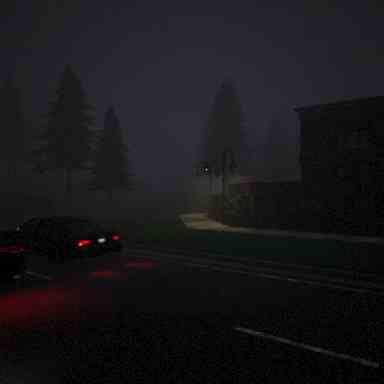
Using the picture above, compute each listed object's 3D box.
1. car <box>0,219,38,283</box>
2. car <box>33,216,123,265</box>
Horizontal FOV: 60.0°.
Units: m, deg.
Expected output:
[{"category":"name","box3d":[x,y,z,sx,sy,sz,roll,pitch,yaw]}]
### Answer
[{"category":"car","box3d":[-6.217,1.477,8.427,5.008,1.535,1.882,0,0,36]},{"category":"car","box3d":[-4.826,1.548,11.735,5.357,1.411,2.033,0,0,35]}]
